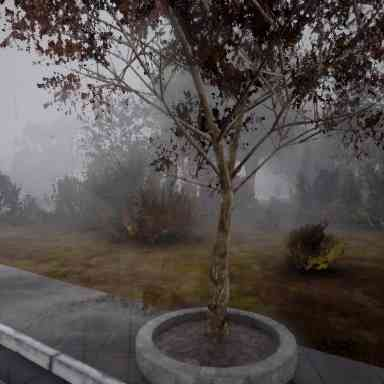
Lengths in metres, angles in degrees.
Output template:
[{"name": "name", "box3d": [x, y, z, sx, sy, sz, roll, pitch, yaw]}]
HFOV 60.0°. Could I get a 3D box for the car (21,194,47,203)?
[{"name": "car", "box3d": [-21.656, 1.021, 44.727, 2.097, 1.767, 4.553, 1, 0, 32]}]
